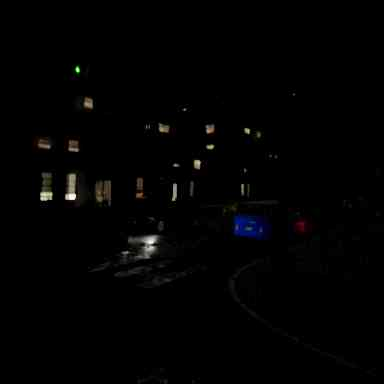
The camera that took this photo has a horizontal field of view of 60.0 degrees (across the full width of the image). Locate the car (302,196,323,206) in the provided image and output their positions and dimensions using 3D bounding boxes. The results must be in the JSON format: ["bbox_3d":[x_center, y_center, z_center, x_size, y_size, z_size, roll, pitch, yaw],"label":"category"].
[{"bbox_3d":[18.762,1.328,51.615,1.887,1.381,4.507,2,1,35],"label":"car"}]

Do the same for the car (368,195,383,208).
[{"bbox_3d":[25.612,1.354,46.784,2.192,1.841,5.009,2,1,35],"label":"car"}]

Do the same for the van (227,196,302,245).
[{"bbox_3d":[3.402,1.270,15.149,1.690,1.788,3.998,2,1,35],"label":"van"}]

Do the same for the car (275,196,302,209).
[{"bbox_3d":[12.416,1.293,42.577,1.887,1.381,4.507,2,1,35],"label":"car"}]

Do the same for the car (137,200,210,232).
[{"bbox_3d":[-1.342,1.230,18.475,1.882,1.535,5.008,2,2,36],"label":"car"}]

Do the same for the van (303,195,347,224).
[{"bbox_3d":[9.748,1.297,24.188,1.690,1.788,3.998,2,1,35],"label":"van"}]

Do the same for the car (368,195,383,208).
[{"bbox_3d":[28.785,1.373,51.303,2.192,1.841,5.009,2,1,35],"label":"car"}]

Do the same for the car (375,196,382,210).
[{"bbox_3d":[22.433,1.587,42.267,1.947,1.339,4.313,2,1,35],"label":"car"}]

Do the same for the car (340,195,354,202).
[{"bbox_3d":[34.624,1.450,74.211,1.947,1.339,4.313,2,1,35],"label":"car"}]

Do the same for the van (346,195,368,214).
[{"bbox_3d":[16.093,1.328,33.226,1.690,1.788,3.998,2,1,35],"label":"van"}]

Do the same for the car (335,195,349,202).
[{"bbox_3d":[31.355,1.387,69.552,1.752,1.417,4.829,2,1,35],"label":"car"}]

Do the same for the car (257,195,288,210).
[{"bbox_3d":[9.246,1.172,38.057,1.967,1.590,4.097,2,1,35],"label":"car"}]

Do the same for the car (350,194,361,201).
[{"bbox_3d":[40.972,1.369,83.248,1.967,1.590,4.097,2,1,35],"label":"car"}]

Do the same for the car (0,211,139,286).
[{"bbox_3d":[-4.175,1.374,9.047,2.033,1.411,5.357,2,1,35],"label":"car"}]

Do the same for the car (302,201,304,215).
[{"bbox_3d":[10.110,1.487,29.393,1.895,1.301,4.718,2,1,35],"label":"car"}]

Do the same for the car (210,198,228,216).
[{"bbox_3d":[2.801,1.226,28.879,1.752,1.417,4.829,2,1,35],"label":"car"}]

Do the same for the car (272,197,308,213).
[{"bbox_3d":[10.396,1.298,35.169,2.128,1.511,4.902,2,1,35],"label":"car"}]

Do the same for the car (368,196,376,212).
[{"bbox_3d":[19.360,1.530,37.887,1.752,1.417,4.829,2,1,35],"label":"car"}]

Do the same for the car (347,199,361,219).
[{"bbox_3d":[12.915,1.516,28.709,1.887,1.381,4.507,2,1,35],"label":"car"}]
